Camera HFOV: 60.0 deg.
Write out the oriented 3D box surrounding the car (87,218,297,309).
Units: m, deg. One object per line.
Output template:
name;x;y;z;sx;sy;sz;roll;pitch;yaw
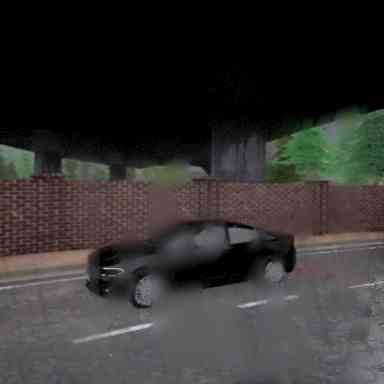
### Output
car;0.162;1.400;7.721;5.008;1.535;1.882;0;0;-28
